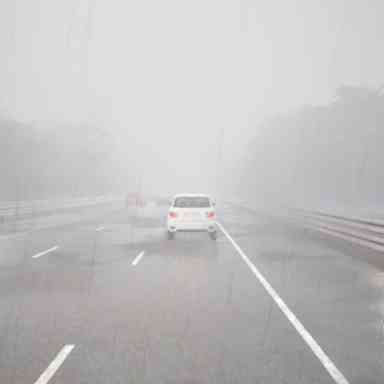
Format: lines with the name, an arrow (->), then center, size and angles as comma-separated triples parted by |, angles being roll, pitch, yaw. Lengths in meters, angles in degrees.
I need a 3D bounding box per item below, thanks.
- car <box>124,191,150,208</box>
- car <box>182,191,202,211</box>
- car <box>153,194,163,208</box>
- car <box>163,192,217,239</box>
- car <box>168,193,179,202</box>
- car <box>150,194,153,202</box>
car -> -6.999, 0.948, 41.679 | 2.150, 2.045, 5.566 | 0, 1, 0
car -> -0.010, 0.970, 37.637 | 2.150, 2.045, 5.566 | 0, 0, 0
car -> -3.493, 1.228, 42.360 | 1.837, 1.490, 4.892 | 0, 1, 0
car -> -0.001, 1.094, 16.483 | 2.150, 2.045, 5.566 | 0, 0, 0
car -> -3.437, 1.068, 62.780 | 1.882, 1.535, 5.008 | 0, 0, 0
car -> -6.937, 1.072, 62.254 | 1.882, 1.535, 5.008 | 0, 0, 0
